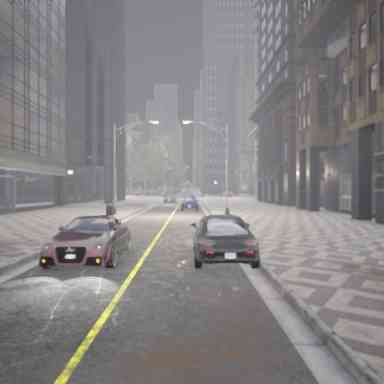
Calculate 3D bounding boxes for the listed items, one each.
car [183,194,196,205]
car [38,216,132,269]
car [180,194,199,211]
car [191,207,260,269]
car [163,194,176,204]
[{"bbox_3d":[-0.403,1.112,49.896,1.837,1.490,4.892,0,0,0],"label":"car"},{"bbox_3d":[-3.187,1.479,10.681,1.994,1.385,4.181,0,0,0],"label":"car"},{"bbox_3d":[-0.239,1.244,35.789,1.812,1.442,4.674,0,0,0],"label":"car"},{"bbox_3d":[0.961,1.440,10.757,1.812,1.442,4.674,0,0,0],"label":"car"},{"bbox_3d":[-3.517,1.079,52.714,2.128,1.511,4.902,0,0,0],"label":"car"}]
